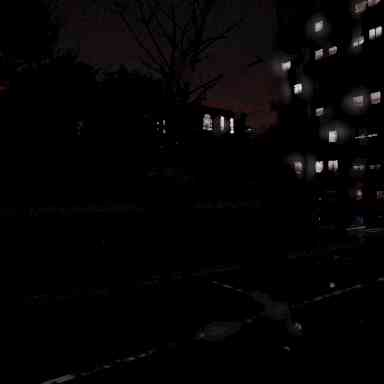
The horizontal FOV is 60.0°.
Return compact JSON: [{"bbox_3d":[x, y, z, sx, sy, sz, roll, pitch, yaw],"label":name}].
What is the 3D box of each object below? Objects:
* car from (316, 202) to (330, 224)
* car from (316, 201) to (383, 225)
[{"bbox_3d":[7.959,1.770,26.317,1.837,1.490,4.892,0,-1,-35],"label":"car"},{"bbox_3d":[12.108,1.689,26.038,1.882,1.535,5.008,-1,0,-38],"label":"car"}]
